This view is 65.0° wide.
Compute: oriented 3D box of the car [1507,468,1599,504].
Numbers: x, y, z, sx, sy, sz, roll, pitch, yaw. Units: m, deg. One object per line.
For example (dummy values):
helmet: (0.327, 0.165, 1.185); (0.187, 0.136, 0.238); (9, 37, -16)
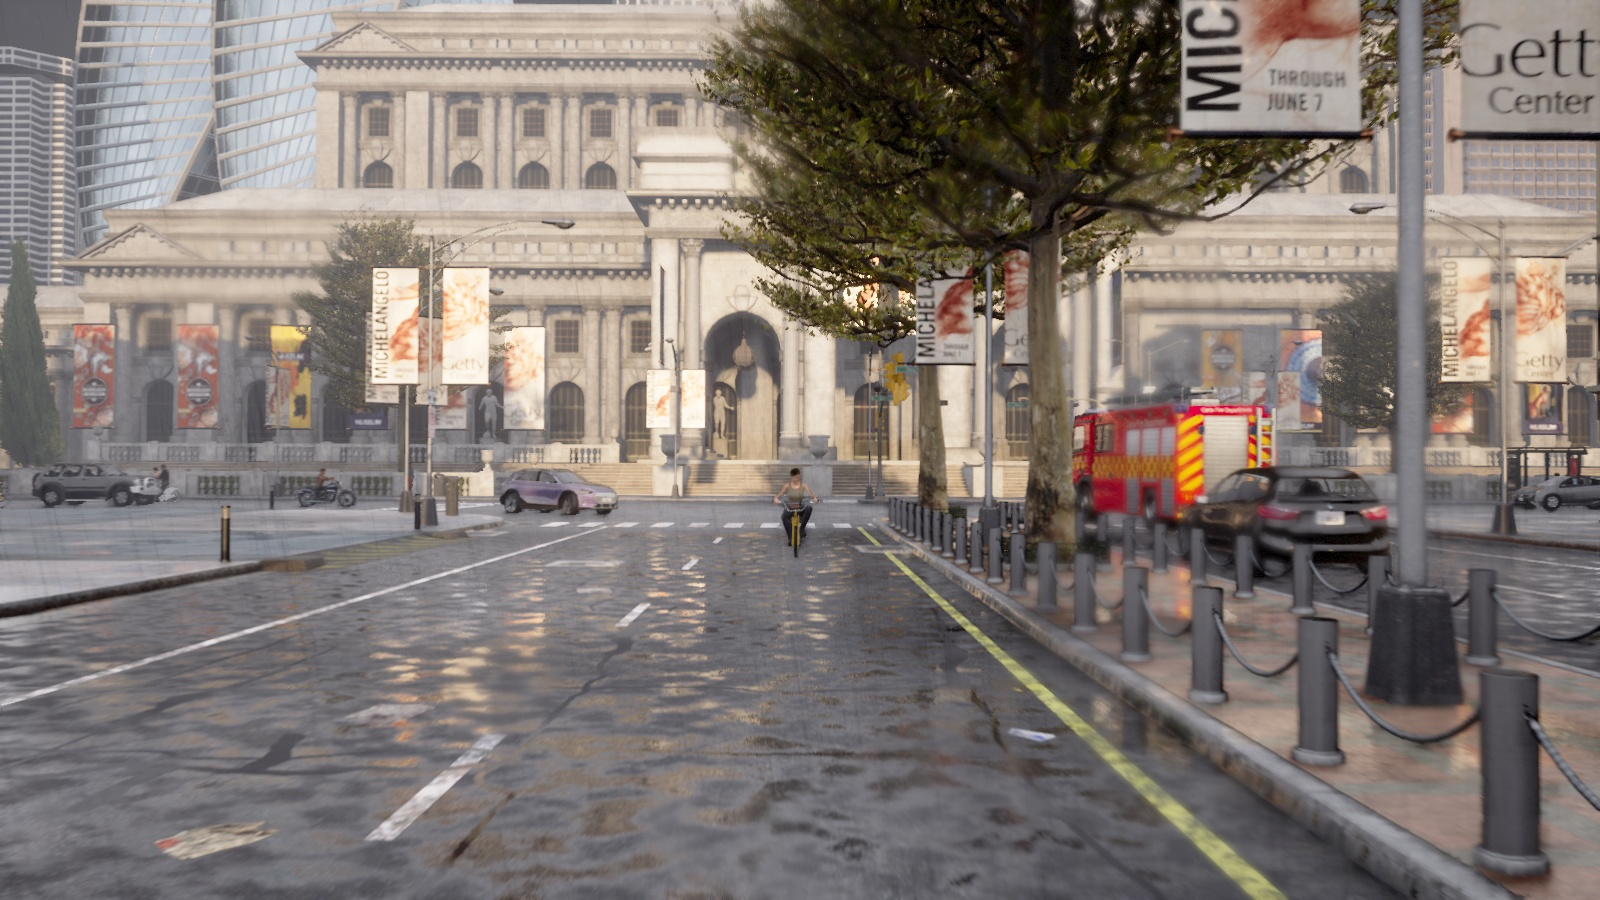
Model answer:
car: (33.734, 1.544, 54.887); (4.514, 1.525, 2.007); (0, -1, 0)

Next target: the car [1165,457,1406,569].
car: (7.939, 0.980, 21.116); (2.242, 1.667, 4.611); (0, -1, 0)

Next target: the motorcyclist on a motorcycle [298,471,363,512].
motorcyclist on a motorcycle: (-19.227, 1.701, 51.449); (2.350, 1.649, 0.766); (0, -1, 0)

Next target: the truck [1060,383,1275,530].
truck: (10.548, 0.229, 37.205); (2.891, 3.827, 8.468); (0, -1, -7)

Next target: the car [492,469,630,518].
car: (-8.547, 1.526, 44.722); (4.856, 1.649, 2.033); (-1, -2, 36)

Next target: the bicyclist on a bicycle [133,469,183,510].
bicyclist on a bicycle: (-28.092, 1.716, 54.952); (1.843, 1.776, 0.659); (0, -1, 0)

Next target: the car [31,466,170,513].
car: (-28.602, 1.607, 51.454); (4.605, 1.855, 1.932); (-1, -1, 0)

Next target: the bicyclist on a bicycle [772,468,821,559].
bicyclist on a bicycle: (-0.069, 1.135, 22.944); (0.866, 1.612, 1.509); (0, -1, 0)
